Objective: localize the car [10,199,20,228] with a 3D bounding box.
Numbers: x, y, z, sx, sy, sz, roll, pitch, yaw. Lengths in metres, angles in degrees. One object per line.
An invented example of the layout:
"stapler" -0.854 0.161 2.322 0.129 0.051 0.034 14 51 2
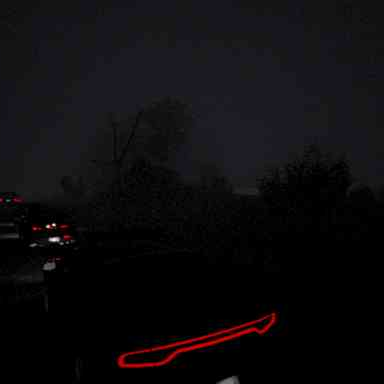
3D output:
"car" -8.927 1.357 18.697 1.837 1.490 4.892 -2 1 -30

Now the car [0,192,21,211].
"car" -20.596 1.014 37.407 2.150 2.045 5.566 -2 1 -29

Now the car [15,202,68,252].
"car" -5.937 1.383 13.495 1.837 1.490 4.892 -2 1 -30

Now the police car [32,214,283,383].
"police car" -1.011 1.347 4.919 1.930 1.638 5.238 -2 1 -30

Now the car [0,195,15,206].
"car" -27.831 1.228 49.938 1.882 1.535 5.008 -2 1 -30
